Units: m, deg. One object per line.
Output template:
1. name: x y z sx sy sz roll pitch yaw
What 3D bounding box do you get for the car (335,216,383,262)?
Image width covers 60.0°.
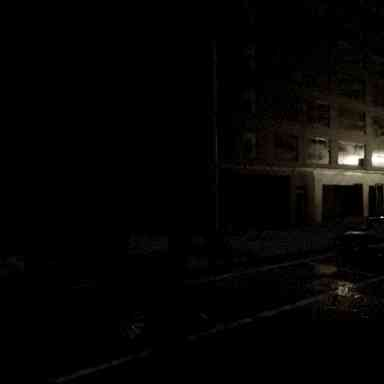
1. car: 6.597 1.519 11.274 4.403 1.369 2.008 0 0 -36

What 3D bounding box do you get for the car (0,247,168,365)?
1. car: -2.397 1.563 4.835 4.313 1.339 1.947 0 0 -36
